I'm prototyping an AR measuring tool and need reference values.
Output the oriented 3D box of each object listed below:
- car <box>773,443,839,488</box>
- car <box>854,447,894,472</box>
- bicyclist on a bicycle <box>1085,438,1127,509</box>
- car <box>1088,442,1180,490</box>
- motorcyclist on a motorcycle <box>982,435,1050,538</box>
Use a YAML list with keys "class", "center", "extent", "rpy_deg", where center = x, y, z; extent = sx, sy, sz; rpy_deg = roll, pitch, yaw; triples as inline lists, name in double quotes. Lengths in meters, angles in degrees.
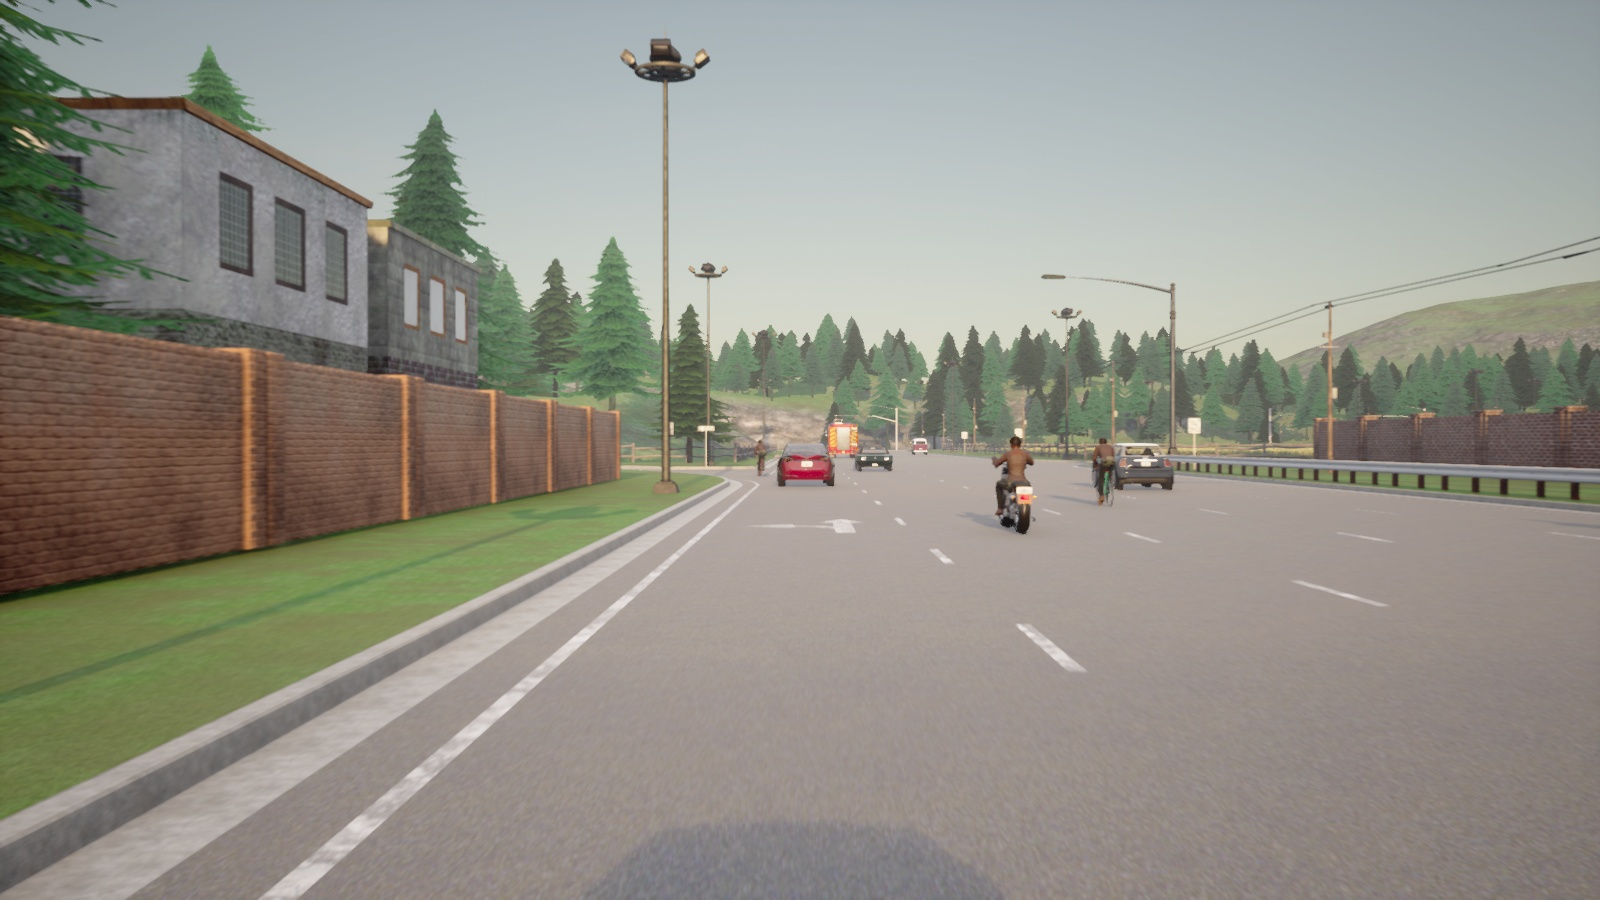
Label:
- class: "car"
  center: [0.158, 0.497, 44.314]
  extent: [2.163, 1.488, 4.792]
  rpy_deg: [0, 0, -2]
- class: "car"
  center: [3.897, 0.473, 67.095]
  extent: [1.895, 1.301, 4.718]
  rpy_deg: [0, 0, 0]
- class: "bicyclist on a bicycle"
  center: [7.183, 0.539, 29.534]
  extent: [0.582, 1.620, 1.656]
  rpy_deg: [0, 0, 0]
- class: "car"
  center: [10.747, 0.492, 40.698]
  extent: [1.970, 1.475, 3.806]
  rpy_deg: [0, 0, 0]
- class: "motorcyclist on a motorcycle"
  center: [3.637, 0.580, 21.313]
  extent: [0.766, 1.649, 2.350]
  rpy_deg: [0, 0, 0]
